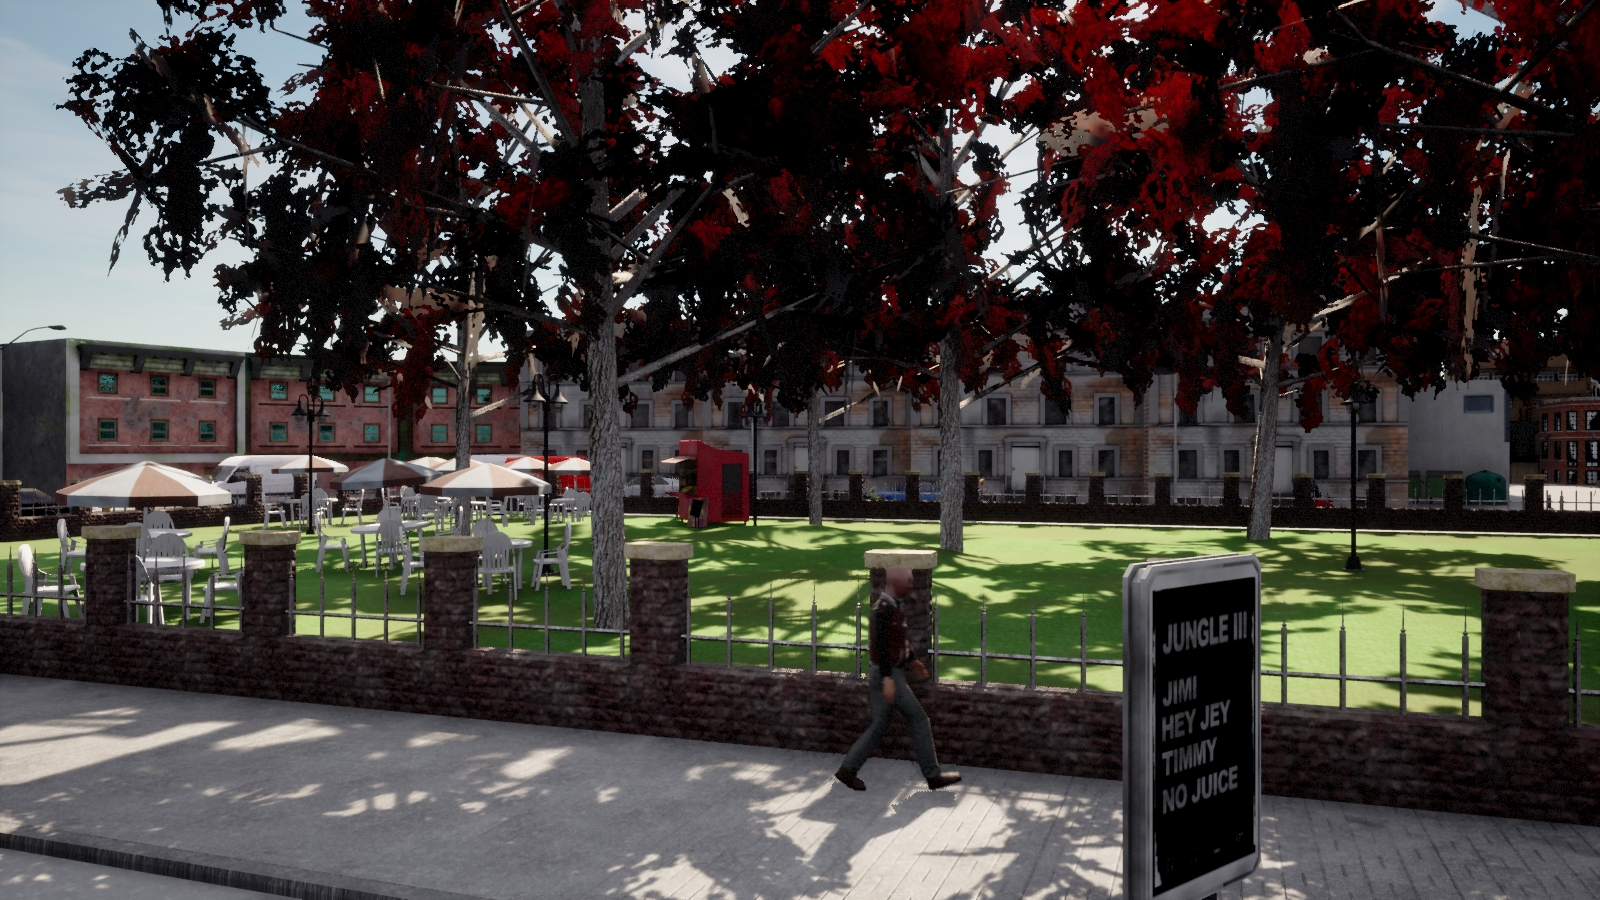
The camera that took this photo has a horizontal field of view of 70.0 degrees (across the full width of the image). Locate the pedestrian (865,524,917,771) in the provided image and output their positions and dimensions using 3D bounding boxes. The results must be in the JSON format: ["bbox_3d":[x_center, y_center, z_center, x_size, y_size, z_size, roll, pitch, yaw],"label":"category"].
[{"bbox_3d":[0.716,1.523,8.938,0.375,1.860,0.375,0,0,10],"label":"pedestrian"}]

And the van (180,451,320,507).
[{"bbox_3d":[-26.452,1.315,55.183,1.988,2.561,5.915,0,0,33],"label":"van"}]

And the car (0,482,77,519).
[{"bbox_3d":[-30.706,1.935,43.977,1.895,1.301,4.718,0,0,20],"label":"car"}]
